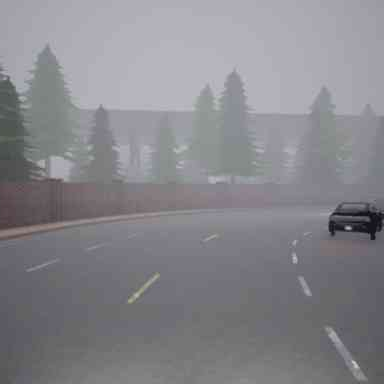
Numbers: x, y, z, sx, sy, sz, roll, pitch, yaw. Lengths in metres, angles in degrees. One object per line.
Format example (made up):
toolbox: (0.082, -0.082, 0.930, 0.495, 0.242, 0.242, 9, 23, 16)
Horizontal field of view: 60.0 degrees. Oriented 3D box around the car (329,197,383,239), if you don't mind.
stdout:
car: (7.847, 1.221, 15.652, 2.128, 1.511, 4.902, 0, 1, 35)
